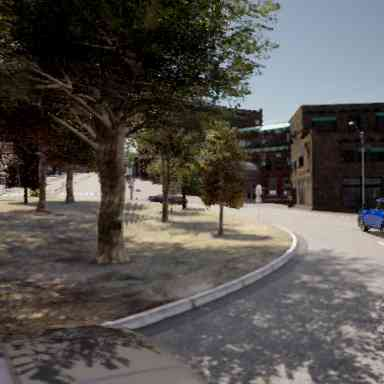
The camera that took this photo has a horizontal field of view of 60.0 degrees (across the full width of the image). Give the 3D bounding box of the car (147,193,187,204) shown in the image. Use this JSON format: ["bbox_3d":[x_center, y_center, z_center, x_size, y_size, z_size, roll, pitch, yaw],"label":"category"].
[{"bbox_3d":[-3.185,0.818,42.489,5.357,1.411,2.033,3,1,32],"label":"car"}]

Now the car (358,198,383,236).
[{"bbox_3d":[10.753,1.328,17.617,2.150,2.045,5.566,0,-1,9],"label":"car"}]

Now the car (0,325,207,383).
[{"bbox_3d":[-2.343,1.582,1.769,5.357,1.411,2.033,0,-1,-37],"label":"car"}]
